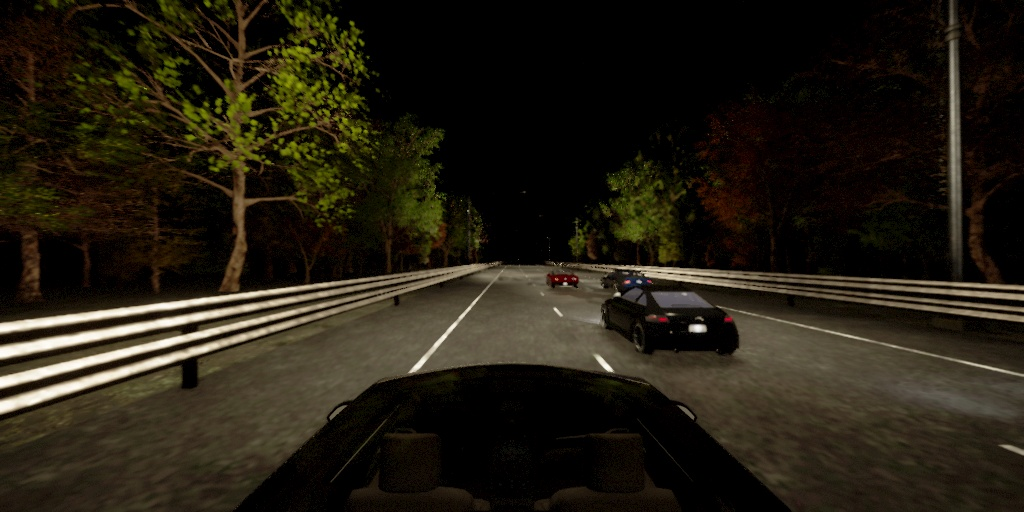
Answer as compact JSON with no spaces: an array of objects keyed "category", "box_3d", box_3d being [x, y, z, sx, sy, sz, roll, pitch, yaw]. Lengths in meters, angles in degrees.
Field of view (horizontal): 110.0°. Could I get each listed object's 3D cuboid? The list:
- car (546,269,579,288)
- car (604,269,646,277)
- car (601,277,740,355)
[{"category":"car","box_3d":[3.600,1.621,26.402,1.895,1.301,4.718,0,-1,0]},{"category":"car","box_3d":[7.101,1.527,22.609,2.033,1.411,5.357,0,-1,0]},{"category":"car","box_3d":[3.597,1.394,8.946,1.994,1.385,4.181,0,-1,0]}]
